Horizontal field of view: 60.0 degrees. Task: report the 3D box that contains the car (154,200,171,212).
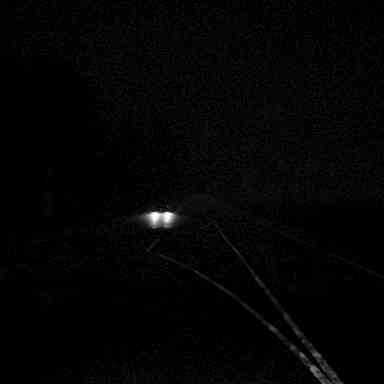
[{"bbox_3d":[-3.601,1.715,40.808,1.895,1.301,4.718,0,0,-1],"label":"car"}]
